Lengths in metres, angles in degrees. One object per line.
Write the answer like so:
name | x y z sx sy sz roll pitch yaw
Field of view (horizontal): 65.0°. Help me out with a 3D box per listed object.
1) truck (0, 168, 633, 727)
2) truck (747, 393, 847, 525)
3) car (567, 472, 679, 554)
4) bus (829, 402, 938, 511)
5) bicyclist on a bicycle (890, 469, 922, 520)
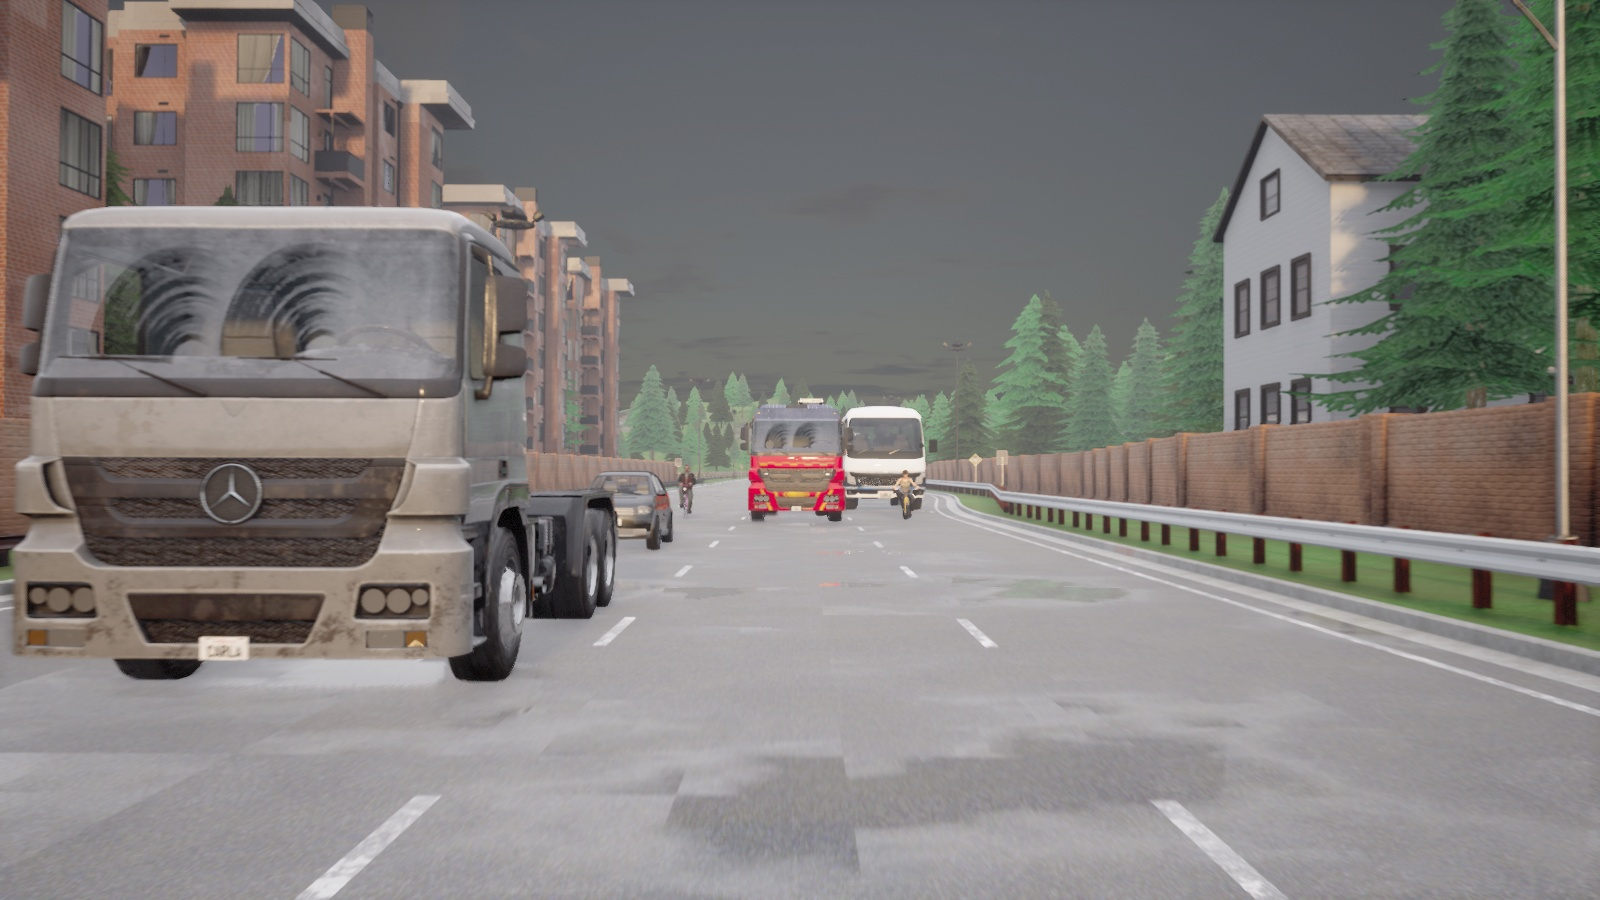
truck | -3.533 0.044 11.771 2.891 3.462 7.936 0 -1 0
truck | -0.104 0.332 40.776 2.891 3.827 8.468 0 -1 0
car | -3.563 1.239 25.809 1.789 1.549 3.705 0 -1 0
bus | 3.363 0.328 54.042 3.944 4.253 10.273 0 -1 0
bicyclist on a bicycle | 3.401 1.413 40.416 0.866 1.612 1.509 0 -1 0
